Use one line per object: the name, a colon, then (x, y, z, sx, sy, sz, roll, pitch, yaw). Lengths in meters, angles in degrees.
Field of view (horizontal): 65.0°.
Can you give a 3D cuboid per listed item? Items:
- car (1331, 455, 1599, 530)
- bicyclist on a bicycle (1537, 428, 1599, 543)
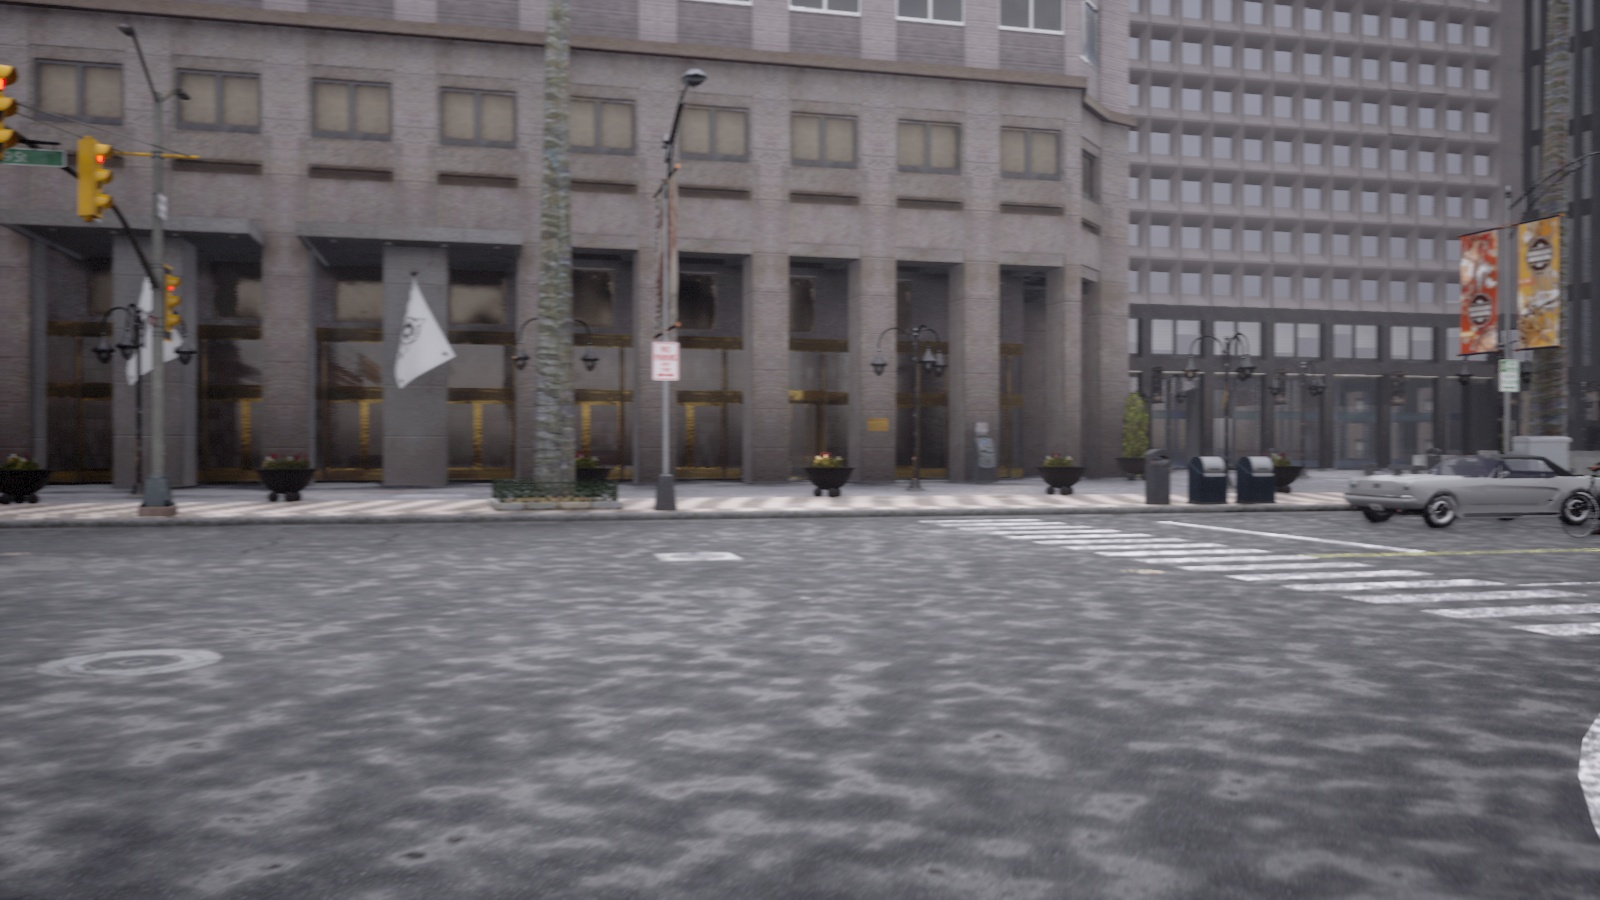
car: (12.630, 0.760, 23.534, 4.718, 1.301, 1.895, 0, 0, -14)
bicyclist on a bicycle: (12.755, 0.550, 19.971, 1.843, 1.776, 0.659, 0, 0, -14)
